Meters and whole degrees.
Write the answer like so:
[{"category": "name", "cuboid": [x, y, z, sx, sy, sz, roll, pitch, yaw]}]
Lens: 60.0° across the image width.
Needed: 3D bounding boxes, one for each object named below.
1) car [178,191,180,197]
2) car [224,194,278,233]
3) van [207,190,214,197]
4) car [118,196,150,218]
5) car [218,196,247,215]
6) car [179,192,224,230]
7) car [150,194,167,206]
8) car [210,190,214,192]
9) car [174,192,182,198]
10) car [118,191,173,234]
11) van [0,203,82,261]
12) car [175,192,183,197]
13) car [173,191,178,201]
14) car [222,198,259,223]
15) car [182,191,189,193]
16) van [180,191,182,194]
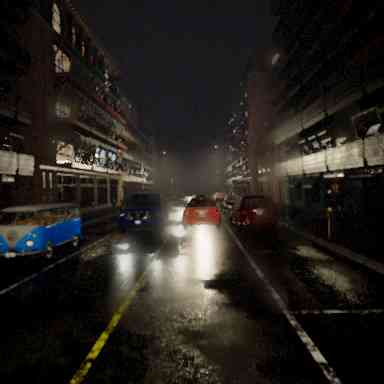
[{"category": "car", "cuboid": [-3.996, 0.929, 68.641, 1.802, 1.307, 4.206, -2, 1, 1]}, {"category": "car", "cuboid": [3.126, 1.019, 17.469, 2.192, 1.841, 5.009, -2, 1, 1]}, {"category": "van", "cuboid": [4.785, 0.311, 85.385, 1.690, 1.788, 3.998, -2, 0, 1]}, {"category": "car", "cuboid": [-4.968, 1.223, 29.021, 1.967, 1.590, 4.097, -2, 1, 1]}, {"category": "car", "cuboid": [3.410, 1.118, 28.791, 2.008, 1.369, 4.403, -2, 1, 1]}, {"category": "car", "cuboid": [0.573, 1.099, 19.491, 2.097, 1.767, 4.553, -1, 1, 2]}, {"category": "car", "cuboid": [-4.555, 1.113, 45.832, 1.752, 1.417, 4.829, -2, 1, 1]}, {"category": "car", "cuboid": [3.821, 0.810, 45.769, 1.967, 1.590, 4.097, -2, 1, 1]}, {"category": "car", "cuboid": [-3.587, 0.712, 85.450, 1.752, 1.417, 4.829, -2, 0, 1]}, {"category": "car", "cuboid": [-2.533, 1.059, 18.669, 2.150, 2.045, 5.566, -1, 1, 1]}, {"category": "van", "cuboid": [-5.385, 1.331, 12.041, 1.690, 1.788, 3.998, -2, 1, 1]}, {"category": "car", "cuboid": [-3.443, 0.700, 91.280, 1.947, 1.339, 4.313, -2, 0, 1]}, {"category": "car", "cuboid": [-4.134, 0.986, 62.982, 1.802, 1.307, 4.206, -2, 1, 1]}, {"category": "car", "cuboid": [3.272, 1.186, 23.132, 2.008, 1.369, 4.403, -2, 1, 1]}, {"category": "car", "cuboid": [-1.029, 0.610, 79.925, 1.812, 1.442, 4.674, -1, 1, 1]}, {"category": "van", "cuboid": [-3.866, 0.634, 74.300, 1.690, 1.788, 3.998, -2, 1, 1]}]
